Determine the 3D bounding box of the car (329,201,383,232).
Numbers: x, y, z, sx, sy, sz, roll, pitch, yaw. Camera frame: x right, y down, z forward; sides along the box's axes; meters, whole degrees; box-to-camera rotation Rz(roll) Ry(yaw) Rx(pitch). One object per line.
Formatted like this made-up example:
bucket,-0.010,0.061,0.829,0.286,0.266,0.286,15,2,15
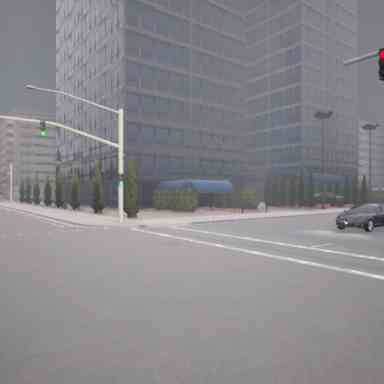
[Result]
car,10.631,1.505,20.222,4.892,1.490,1.837,0,0,-37

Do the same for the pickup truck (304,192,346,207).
pickup truck,18.286,1.059,46.673,6.274,2.098,2.390,0,0,-6
